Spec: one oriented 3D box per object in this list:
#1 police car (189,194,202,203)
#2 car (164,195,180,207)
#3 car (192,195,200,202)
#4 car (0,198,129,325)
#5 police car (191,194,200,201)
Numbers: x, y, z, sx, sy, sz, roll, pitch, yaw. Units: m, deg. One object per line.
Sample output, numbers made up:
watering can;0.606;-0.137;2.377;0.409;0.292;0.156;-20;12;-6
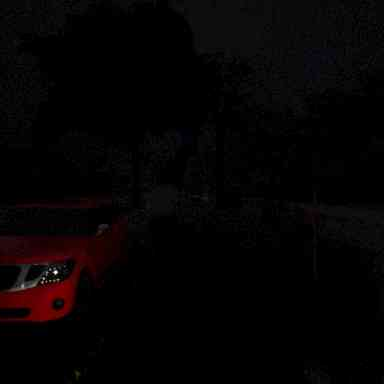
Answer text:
police car;0.817;1.233;62.843;1.930;1.638;5.238;0;0;0
car;-2.838;1.170;48.460;2.097;1.767;4.553;0;0;0
car;0.817;1.332;72.738;1.812;1.442;4.674;0;0;0
car;-2.853;1.177;7.383;2.150;2.045;5.566;0;0;0
police car;0.815;1.235;78.851;1.930;1.638;5.238;0;0;0
